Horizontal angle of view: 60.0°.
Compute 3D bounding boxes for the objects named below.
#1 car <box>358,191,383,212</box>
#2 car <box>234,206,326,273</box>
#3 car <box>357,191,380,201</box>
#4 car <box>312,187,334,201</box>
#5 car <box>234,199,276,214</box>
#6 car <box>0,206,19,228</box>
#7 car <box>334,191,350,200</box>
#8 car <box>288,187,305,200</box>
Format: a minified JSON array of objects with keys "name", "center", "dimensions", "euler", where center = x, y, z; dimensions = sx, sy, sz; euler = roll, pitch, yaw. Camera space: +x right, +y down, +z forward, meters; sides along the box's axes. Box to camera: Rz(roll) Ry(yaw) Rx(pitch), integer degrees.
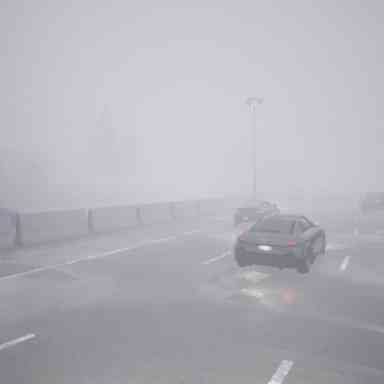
[{"name":"car","center":[15.723,0.776,28.752],"dimensions":[2.097,1.767,4.553],"euler":[0,1,22]},{"name":"car","center":[2.851,1.365,10.227],"dimensions":[1.994,1.385,4.181],"euler":[1,1,29]},{"name":"car","center":[26.446,0.565,49.962],"dimensions":[1.994,1.385,4.181],"euler":[0,1,14]},{"name":"car","center":[19.624,0.227,50.697],"dimensions":[2.150,2.045,5.566],"euler":[1,1,14]},{"name":"car","center":[3.848,1.154,19.476],"dimensions":[1.812,1.442,4.674],"euler":[1,1,26]},{"name":"car","center":[-10.503,1.265,15.639],"dimensions":[1.812,1.442,4.674],"euler":[1,1,30]},{"name":"car","center":[23.529,0.525,52.629],"dimensions":[1.994,1.385,4.181],"euler":[0,1,13]},{"name":"car","center":[16.607,0.195,52.921],"dimensions":[2.150,2.045,5.566],"euler":[1,1,13]}]
